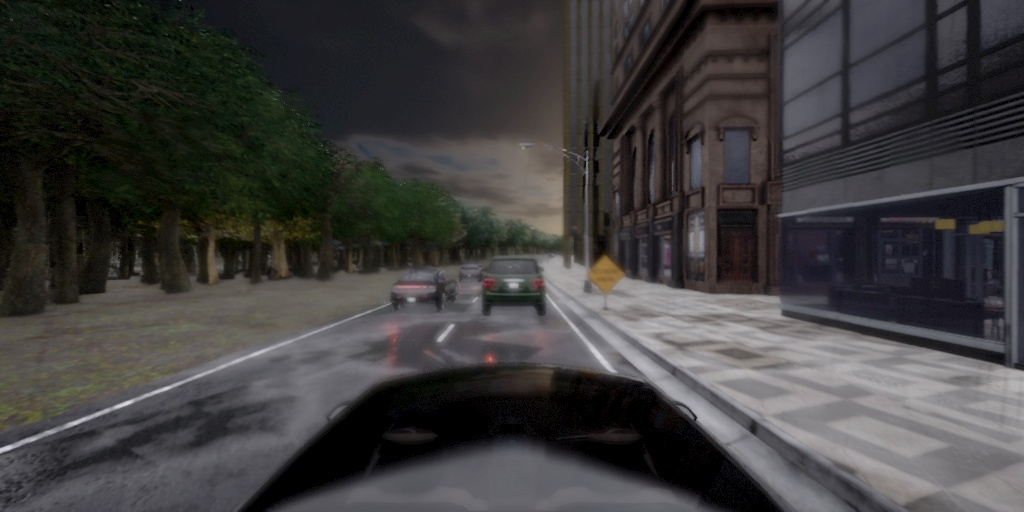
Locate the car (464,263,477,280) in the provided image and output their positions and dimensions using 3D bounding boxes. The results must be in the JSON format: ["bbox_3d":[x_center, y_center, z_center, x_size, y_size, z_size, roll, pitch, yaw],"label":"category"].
[{"bbox_3d":[-3.189,1.318,29.951,2.128,1.511,4.902,0,0,2],"label":"car"}]

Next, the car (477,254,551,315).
[{"bbox_3d":[0.089,1.015,13.918,2.150,2.045,5.566,0,0,1],"label":"car"}]

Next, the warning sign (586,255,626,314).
[{"bbox_3d":[3.068,0.904,11.771,1.300,1.860,1.060,0,0,0],"label":"warning sign"}]

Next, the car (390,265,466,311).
[{"bbox_3d":[-3.404,1.283,14.651,2.128,1.511,4.902,0,0,1],"label":"car"}]
